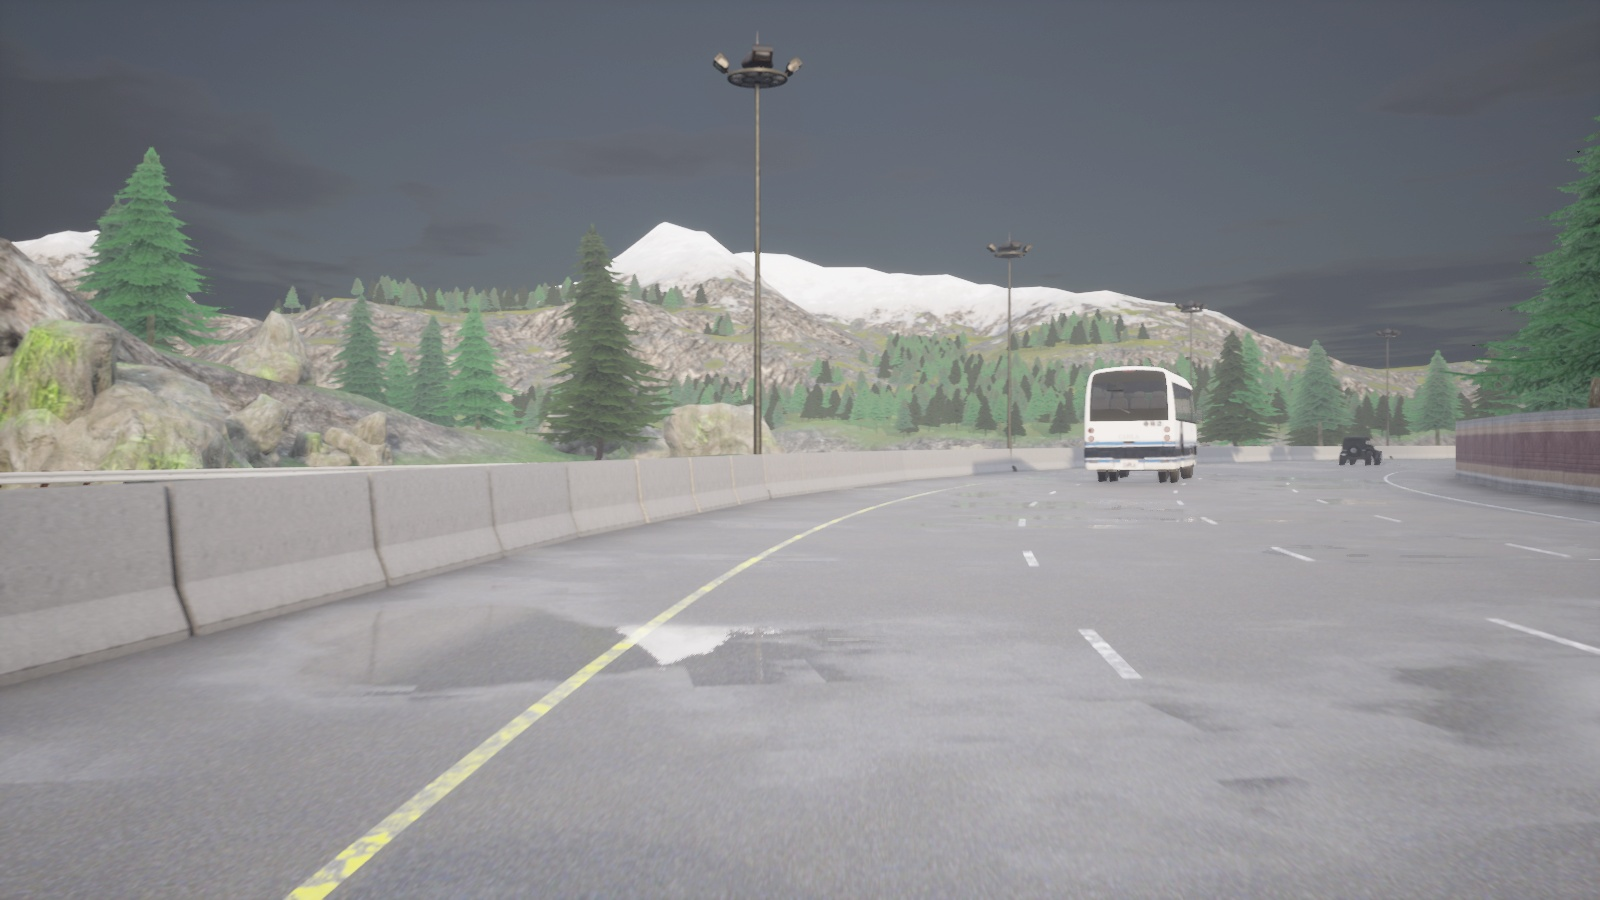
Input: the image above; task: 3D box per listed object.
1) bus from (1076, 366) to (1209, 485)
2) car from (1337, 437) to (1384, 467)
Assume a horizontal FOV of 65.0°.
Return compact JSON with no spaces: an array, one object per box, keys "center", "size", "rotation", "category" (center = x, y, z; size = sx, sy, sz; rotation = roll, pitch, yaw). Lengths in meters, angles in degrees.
[{"center":[13.949,-0.898,50.406],"size":[3.944,4.253,10.273],"rotation":[0,0,22],"category":"bus"},{"center":[36.520,0.125,81.762],"size":[1.905,1.878,3.866],"rotation":[0,0,39],"category":"car"}]
